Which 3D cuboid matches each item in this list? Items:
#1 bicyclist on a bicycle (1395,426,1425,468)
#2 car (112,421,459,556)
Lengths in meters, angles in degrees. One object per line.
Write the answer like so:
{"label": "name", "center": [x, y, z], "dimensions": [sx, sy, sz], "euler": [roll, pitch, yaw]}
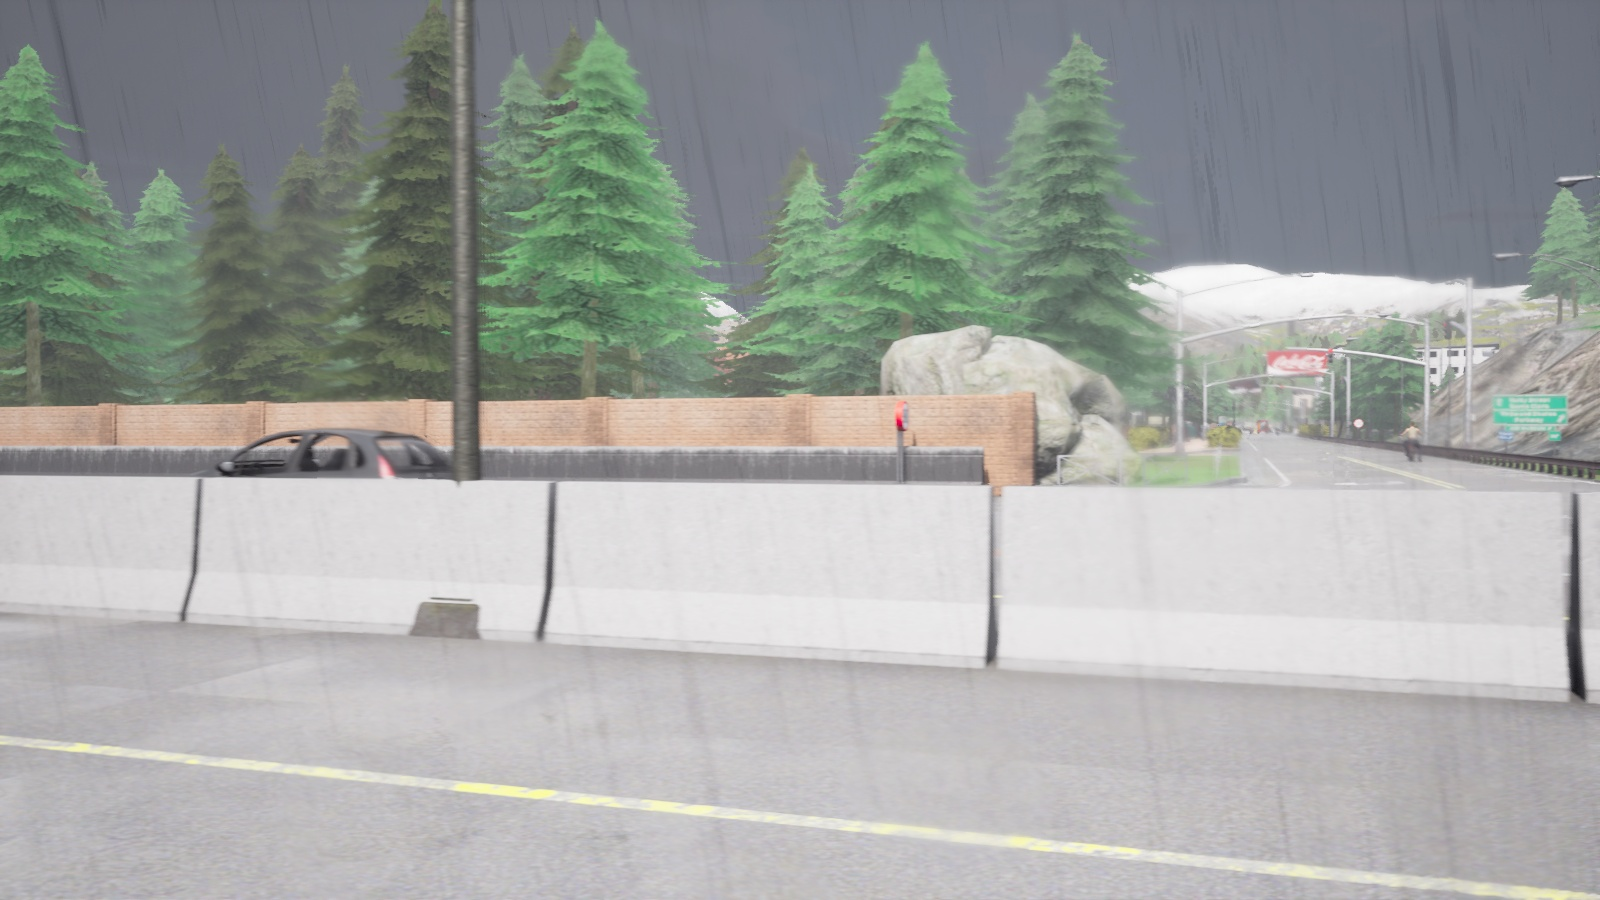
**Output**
{"label": "bicyclist on a bicycle", "center": [23.937, -0.132, 49.297], "dimensions": [0.866, 1.612, 1.509], "euler": [1, 1, 19]}
{"label": "car", "center": [-6.741, 0.435, 16.537], "dimensions": [3.988, 1.617, 1.851], "euler": [1, 1, 19]}
